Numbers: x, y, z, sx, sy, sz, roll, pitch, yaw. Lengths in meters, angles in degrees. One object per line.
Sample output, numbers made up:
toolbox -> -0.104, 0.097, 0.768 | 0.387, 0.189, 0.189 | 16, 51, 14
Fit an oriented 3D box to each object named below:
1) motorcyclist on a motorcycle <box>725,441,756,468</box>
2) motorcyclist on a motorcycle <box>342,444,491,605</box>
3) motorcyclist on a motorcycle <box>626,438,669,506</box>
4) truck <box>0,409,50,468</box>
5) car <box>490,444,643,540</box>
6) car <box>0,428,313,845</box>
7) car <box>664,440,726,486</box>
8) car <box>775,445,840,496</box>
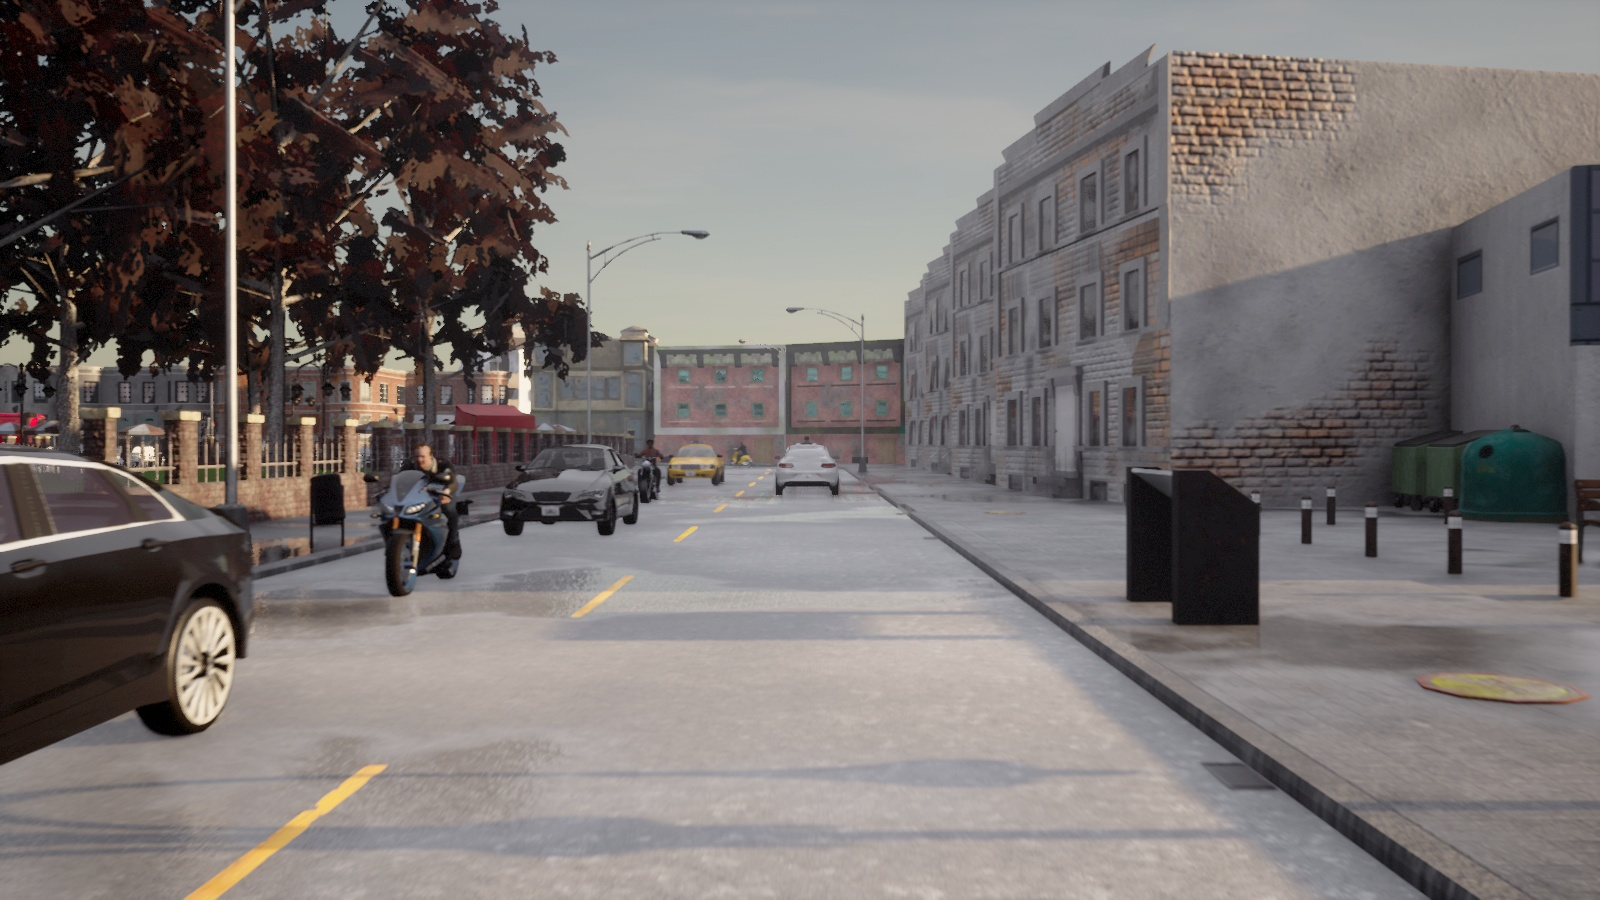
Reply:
motorcyclist on a motorcycle -> -3.661, 0.263, 77.274 | 1.817, 1.590, 0.866 | 0, 2, 41
motorcyclist on a motorcycle -> -3.911, 0.705, 13.025 | 0.866, 1.530, 2.191 | 0, 0, 0
motorcyclist on a motorcycle -> -3.815, 0.516, 31.595 | 0.766, 1.649, 2.350 | 0, 0, 0
truck -> -48.864, -0.702, 75.943 | 2.891, 3.462, 7.936 | 1, 0, -5
car -> -3.863, 0.636, 21.481 | 1.816, 1.474, 4.193 | 0, 0, 0
car -> -3.956, 0.671, 4.977 | 2.128, 1.511, 4.902 | 0, 0, 0
car -> -3.754, 0.425, 45.761 | 1.801, 1.575, 5.366 | 0, 0, 0
car -> 0.210, 0.562, 37.403 | 1.812, 1.442, 4.674 | 0, 0, 0
